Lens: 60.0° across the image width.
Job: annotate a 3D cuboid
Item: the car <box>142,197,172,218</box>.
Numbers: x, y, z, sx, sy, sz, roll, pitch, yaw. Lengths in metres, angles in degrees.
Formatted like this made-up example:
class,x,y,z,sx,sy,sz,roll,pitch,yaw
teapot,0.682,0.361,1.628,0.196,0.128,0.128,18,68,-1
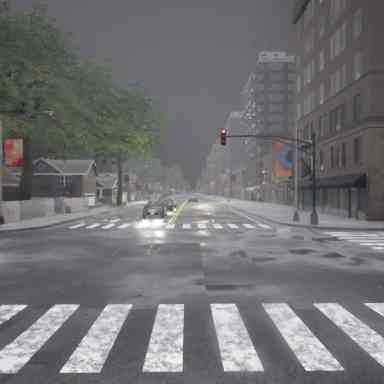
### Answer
class,x,y,z,sx,sy,sz,roll,pitch,yaw
car,-3.294,1.501,30.130,2.128,1.511,4.902,0,0,0

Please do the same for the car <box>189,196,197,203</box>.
class,x,y,z,sx,sy,sz,roll,pitch,yaw
car,0.215,1.540,70.259,2.128,1.511,4.902,0,0,0

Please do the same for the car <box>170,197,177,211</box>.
class,x,y,z,sx,sy,sz,roll,pitch,yaw
car,-3.274,1.368,39.865,2.097,1.767,4.553,0,0,0

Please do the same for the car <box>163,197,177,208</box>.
class,x,y,z,sx,sy,sz,roll,pitch,yaw
car,-3.251,1.550,49.822,1.812,1.442,4.674,0,0,0
